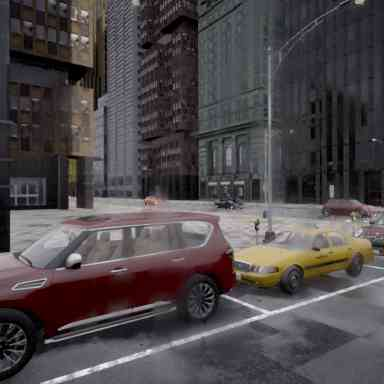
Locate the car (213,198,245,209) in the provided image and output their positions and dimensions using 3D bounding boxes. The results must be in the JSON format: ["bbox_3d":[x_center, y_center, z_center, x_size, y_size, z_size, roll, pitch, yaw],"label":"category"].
[{"bbox_3d":[4.708,1.598,42.727,1.837,1.490,4.892,0,0,-35],"label":"car"}]

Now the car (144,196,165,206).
[{"bbox_3d":[-6.723,1.521,58.930,2.097,1.767,4.553,0,0,-35],"label":"car"}]

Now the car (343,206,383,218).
[{"bbox_3d":[7.632,1.439,12.099,4.097,1.590,1.967,0,0,-36],"label":"car"}]

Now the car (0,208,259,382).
[{"bbox_3d":[-1.489,1.315,5.592,5.009,1.841,2.192,0,0,-36],"label":"car"}]

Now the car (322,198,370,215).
[{"bbox_3d":[14.026,1.399,29.647,2.097,1.767,4.553,0,0,-35],"label":"car"}]

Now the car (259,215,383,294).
[{"bbox_3d":[2.934,1.524,8.746,4.829,1.417,1.752,0,0,-36],"label":"car"}]
